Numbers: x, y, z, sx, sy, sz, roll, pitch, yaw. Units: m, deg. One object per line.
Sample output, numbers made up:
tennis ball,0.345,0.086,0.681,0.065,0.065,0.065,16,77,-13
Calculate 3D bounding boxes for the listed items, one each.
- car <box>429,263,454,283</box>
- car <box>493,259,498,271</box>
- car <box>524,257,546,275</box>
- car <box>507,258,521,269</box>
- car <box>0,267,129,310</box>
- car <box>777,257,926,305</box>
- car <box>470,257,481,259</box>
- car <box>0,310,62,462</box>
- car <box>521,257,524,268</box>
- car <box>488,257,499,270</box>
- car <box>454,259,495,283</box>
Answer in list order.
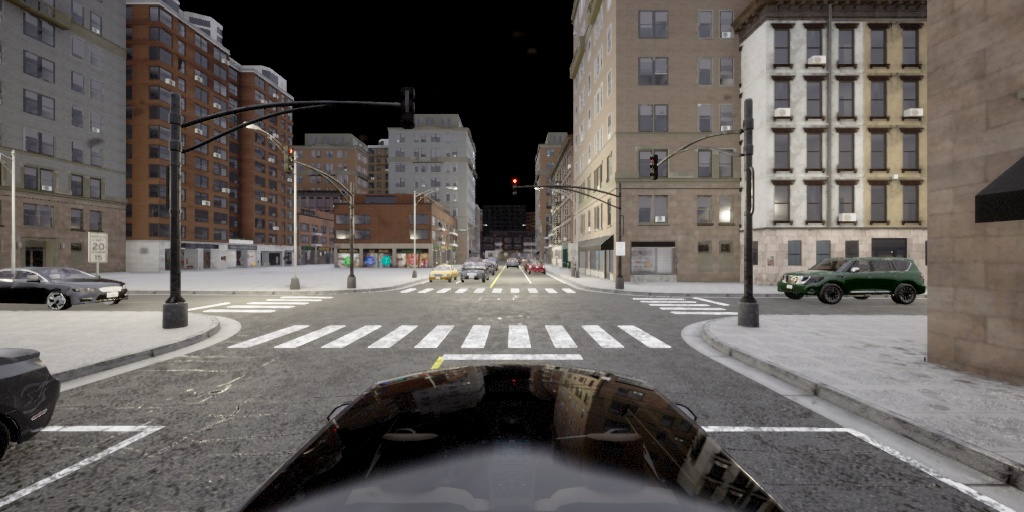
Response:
car,-5.372,1.276,28.387,1.751,1.417,4.829,0,0,0
car,-2.824,1.316,38.108,1.994,1.385,4.181,0,0,0
car,2.659,1.192,39.875,1.967,1.591,4.097,0,0,0
car,0.127,1.318,58.606,1.994,1.385,4.181,0,0,1
car,-17.276,1.162,13.382,4.902,1.511,2.128,0,0,2
car,15.352,1.057,16.358,5.566,2.045,2.150,0,0,-2
car,-5.359,1.068,51.205,2.192,1.841,5.009,0,0,0
car,-5.388,1.300,1.711,2.007,1.370,4.403,0,0,0
car,2.663,1.067,45.537,2.192,1.841,5.009,0,0,0
car,-2.810,1.279,48.183,1.812,1.442,4.674,0,0,0
car,-2.821,1.243,28.198,2.128,1.511,4.902,0,0,2
